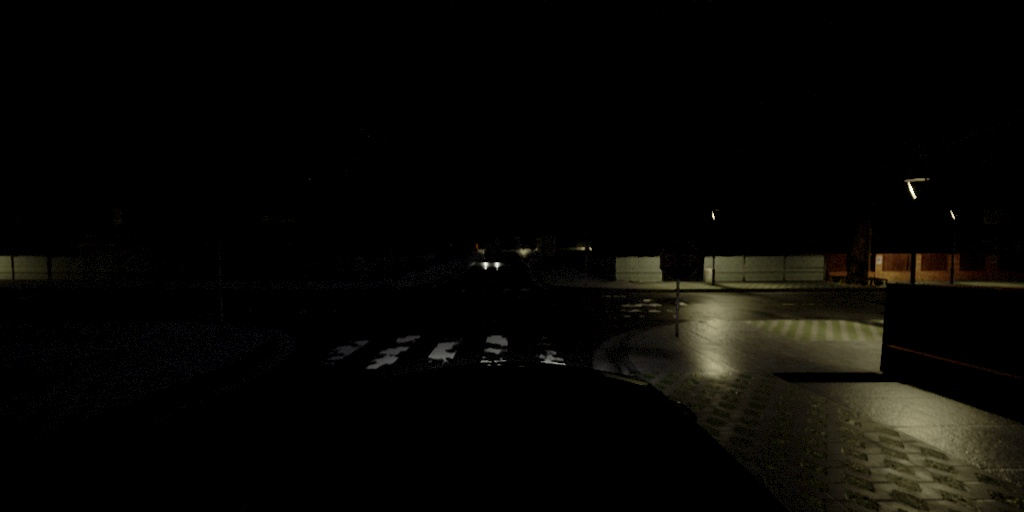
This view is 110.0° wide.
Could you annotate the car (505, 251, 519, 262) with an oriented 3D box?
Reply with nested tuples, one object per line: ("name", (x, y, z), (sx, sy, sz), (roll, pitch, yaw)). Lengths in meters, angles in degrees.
("car", (-0.014, 0.050, 51.411), (2.033, 1.411, 5.357), (0, 2, 1))

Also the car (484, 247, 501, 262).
("car", (-2.794, -0.269, 51.211), (2.150, 2.045, 5.566), (0, 2, 0))
